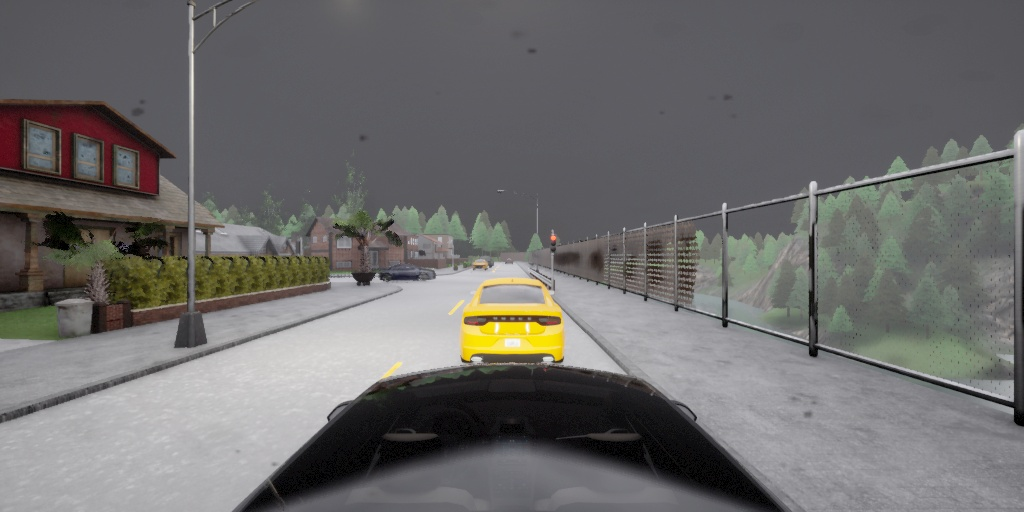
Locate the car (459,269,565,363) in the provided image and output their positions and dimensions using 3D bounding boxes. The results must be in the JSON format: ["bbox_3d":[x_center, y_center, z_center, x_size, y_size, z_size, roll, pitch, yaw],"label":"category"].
[{"bbox_3d":[0.006,1.228,8.171,1.882,1.535,5.008,0,0,0],"label":"car"}]

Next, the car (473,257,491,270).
[{"bbox_3d":[-4.517,1.228,51.430,1.882,1.535,5.008,0,0,0],"label":"car"}]

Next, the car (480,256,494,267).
[{"bbox_3d":[-4.582,0.971,61.373,2.150,2.045,5.566,0,0,0],"label":"car"}]

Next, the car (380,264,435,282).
[{"bbox_3d":[-8.130,1.315,28.110,4.181,1.385,1.994,0,0,-8],"label":"car"}]
